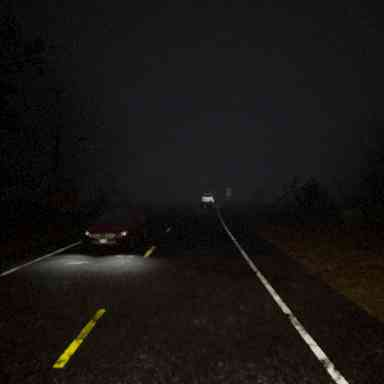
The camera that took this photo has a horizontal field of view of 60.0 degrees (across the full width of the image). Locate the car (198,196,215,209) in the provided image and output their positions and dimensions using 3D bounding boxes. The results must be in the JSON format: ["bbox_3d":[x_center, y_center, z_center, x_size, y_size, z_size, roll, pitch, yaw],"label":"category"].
[{"bbox_3d":[1.893,1.613,45.738,1.895,1.301,4.718,0,0,4],"label":"car"}]

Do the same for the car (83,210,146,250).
[{"bbox_3d":[-3.167,1.535,14.514,1.812,1.442,4.674,0,0,2],"label":"car"}]

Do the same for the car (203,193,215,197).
[{"bbox_3d":[2.866,1.230,58.463,2.150,2.045,5.566,0,0,6],"label":"car"}]
